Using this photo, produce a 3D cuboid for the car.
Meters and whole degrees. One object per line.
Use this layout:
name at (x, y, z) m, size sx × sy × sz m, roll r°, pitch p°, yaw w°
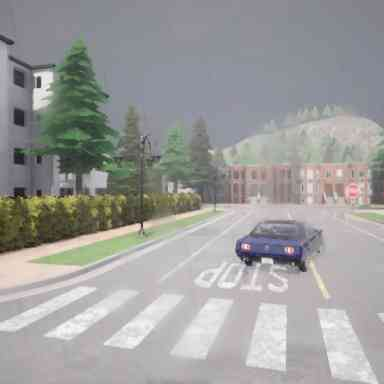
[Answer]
car at (3.141, 1.580, 11.039) m, size 1.895 × 1.301 × 4.718 m, roll 0°, pitch 0°, yaw 29°
